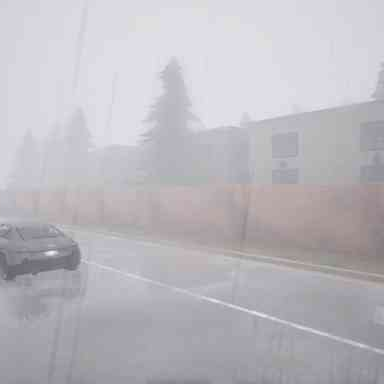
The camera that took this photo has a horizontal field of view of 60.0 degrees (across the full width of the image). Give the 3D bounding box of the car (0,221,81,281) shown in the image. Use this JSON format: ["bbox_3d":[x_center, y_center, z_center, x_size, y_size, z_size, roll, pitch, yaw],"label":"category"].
[{"bbox_3d":[-5.080,1.560,10.035,4.181,1.385,1.994,0,0,45],"label":"car"}]
